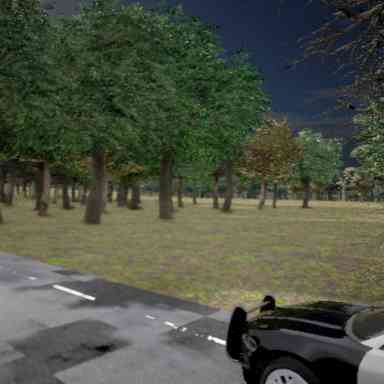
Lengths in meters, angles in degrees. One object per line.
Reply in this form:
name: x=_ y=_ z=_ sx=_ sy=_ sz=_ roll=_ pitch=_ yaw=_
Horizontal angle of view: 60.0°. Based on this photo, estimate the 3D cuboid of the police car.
police car: x=2.742 y=1.656 z=3.158 sx=5.238 sy=1.638 sz=1.930 roll=-1 pitch=-4 yaw=40
